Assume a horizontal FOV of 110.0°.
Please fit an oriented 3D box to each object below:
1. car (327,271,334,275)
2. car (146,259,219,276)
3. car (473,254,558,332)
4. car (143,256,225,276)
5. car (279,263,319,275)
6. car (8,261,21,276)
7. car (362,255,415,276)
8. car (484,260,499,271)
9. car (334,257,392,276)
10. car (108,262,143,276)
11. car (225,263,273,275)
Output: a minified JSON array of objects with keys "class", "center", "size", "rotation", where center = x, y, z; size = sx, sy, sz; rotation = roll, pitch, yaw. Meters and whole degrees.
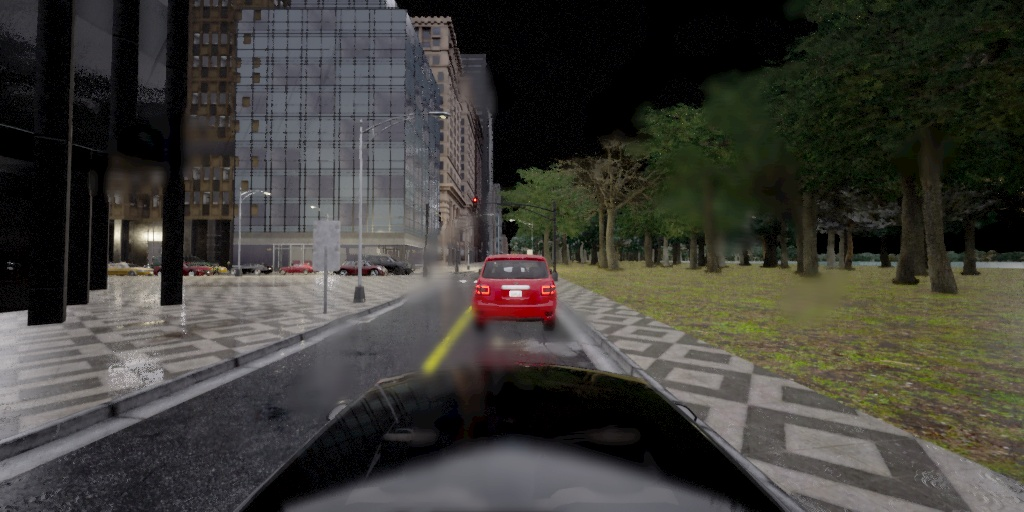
[{"class":"car","center":[-18.949,1.484,41.195],"size":[4.313,1.339,1.948],"rotation":[0,0,0]},{"class":"car","center":[-29.927,1.244,32.673],"size":[4.507,1.381,1.888],"rotation":[0,0,0]},{"class":"car","center":[0.104,0.976,11.071],"size":[2.150,2.045,5.566],"rotation":[0,0,0]},{"class":"car","center":[-32.209,0.992,35.366],"size":[5.566,2.045,2.150],"rotation":[0,-2,0]},{"class":"car","center":[-24.435,1.504,41.195],"size":[4.207,1.307,1.802],"rotation":[0,0,0]},{"class":"car","center":[-46.391,1.148,32.674],"size":[4.097,1.591,1.967],"rotation":[0,0,0]},{"class":"car","center":[-12.430,0.977,35.179],"size":[5.566,2.045,2.150],"rotation":[0,-2,5]},{"class":"car","center":[-3.037,1.394,53.109],"size":[2.033,1.411,5.357],"rotation":[0,0,-3]},{"class":"car","center":[-13.497,1.129,32.672],"size":[4.097,1.591,1.967],"rotation":[0,0,-1]},{"class":"car","center":[-35.245,1.227,32.674],"size":[4.829,1.417,1.751],"rotation":[0,0,0]},{"class":"car","center":[-29.922,1.491,41.196],"size":[4.313,1.339,1.948],"rotation":[0,0,0]}]
